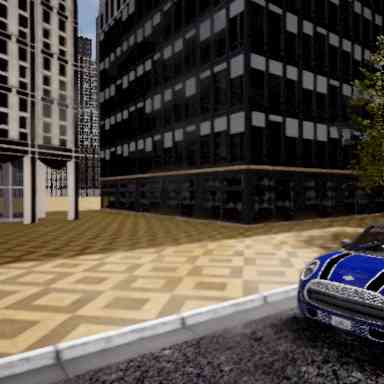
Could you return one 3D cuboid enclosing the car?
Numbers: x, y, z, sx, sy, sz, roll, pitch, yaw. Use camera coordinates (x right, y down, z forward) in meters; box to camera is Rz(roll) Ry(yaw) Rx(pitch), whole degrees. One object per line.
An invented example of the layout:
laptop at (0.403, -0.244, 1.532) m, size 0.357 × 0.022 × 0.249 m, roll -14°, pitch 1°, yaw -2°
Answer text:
car at (4.054, 1.360, 6.250) m, size 4.553 × 1.767 × 2.097 m, roll 0°, pitch 0°, yaw -35°
